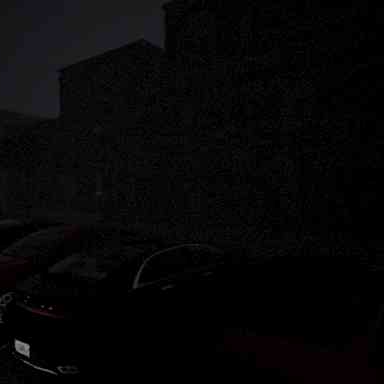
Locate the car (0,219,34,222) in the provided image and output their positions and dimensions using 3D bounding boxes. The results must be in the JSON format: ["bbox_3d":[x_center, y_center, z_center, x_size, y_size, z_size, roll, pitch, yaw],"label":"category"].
[{"bbox_3d":[-5.033,1.512,8.906,2.163,1.488,4.792,0,0,35],"label":"car"}]

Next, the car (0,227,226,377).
[{"bbox_3d":[-0.494,1.481,5.698,2.231,1.521,4.892,0,0,35],"label":"car"}]

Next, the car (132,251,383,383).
[{"bbox_3d":[1.789,1.509,4.114,2.163,1.488,4.792,0,0,35],"label":"car"}]

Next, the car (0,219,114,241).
[{"bbox_3d":[-2.750,1.480,7.322,2.097,1.535,5.008,0,0,35],"label":"car"}]
